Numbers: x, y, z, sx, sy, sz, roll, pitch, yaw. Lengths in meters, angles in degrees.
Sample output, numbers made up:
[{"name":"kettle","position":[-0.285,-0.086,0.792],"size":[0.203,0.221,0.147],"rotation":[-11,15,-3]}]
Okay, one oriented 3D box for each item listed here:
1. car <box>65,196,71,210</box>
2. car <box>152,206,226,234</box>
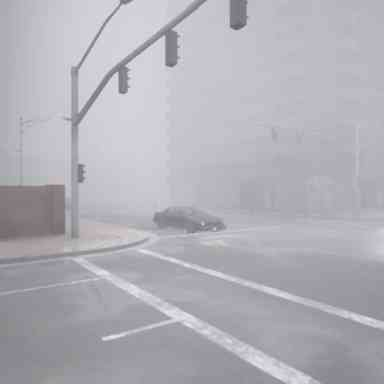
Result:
[{"name":"car","position":[-15.179,1.293,39.848],"size":[2.097,1.767,4.553],"rotation":[0,0,-36]},{"name":"car","position":[-0.363,1.530,19.361],"size":[2.033,1.411,5.357],"rotation":[0,0,-36]}]
